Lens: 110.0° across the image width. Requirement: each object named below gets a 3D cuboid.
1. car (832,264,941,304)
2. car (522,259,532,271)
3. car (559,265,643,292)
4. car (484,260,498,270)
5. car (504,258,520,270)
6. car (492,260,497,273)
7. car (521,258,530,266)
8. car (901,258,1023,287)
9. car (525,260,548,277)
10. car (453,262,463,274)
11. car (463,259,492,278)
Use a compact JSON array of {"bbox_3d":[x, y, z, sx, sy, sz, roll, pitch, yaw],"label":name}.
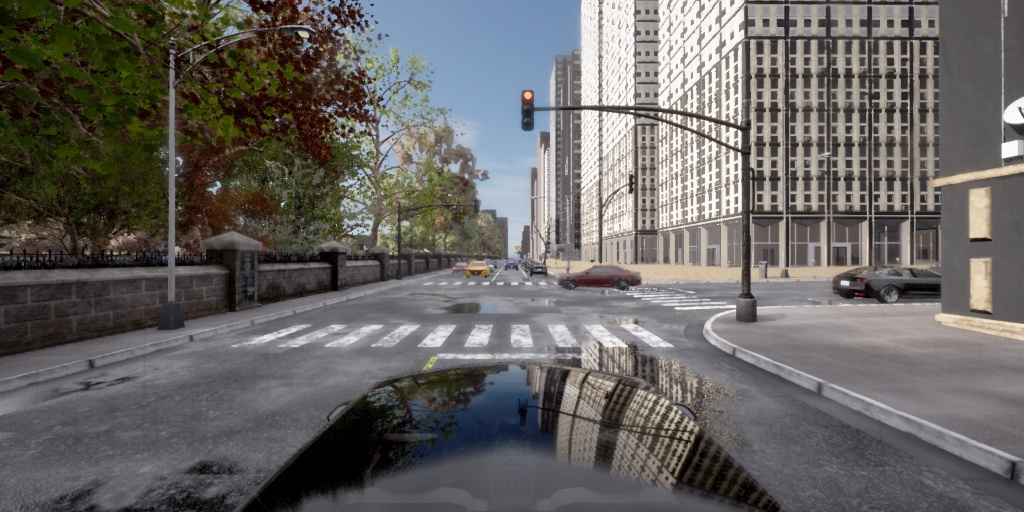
[{"bbox_3d":[14.649,1.026,13.547,4.313,1.339,1.948,0,0,0],"label":"car"},{"bbox_3d":[2.566,1.335,41.725,1.948,1.339,4.313,0,0,0],"label":"car"},{"bbox_3d":[5.039,1.222,20.576,4.674,1.442,1.812,-1,1,19],"label":"car"},{"bbox_3d":[-3.256,1.331,56.573,2.033,1.411,5.357,0,0,0],"label":"car"},{"bbox_3d":[-0.059,1.305,53.411,1.812,1.442,4.674,0,0,0],"label":"car"},{"bbox_3d":[-3.228,1.372,44.326,1.895,1.301,4.718,0,0,0],"label":"car"},{"bbox_3d":[2.548,1.339,47.357,1.948,1.339,4.313,0,0,0],"label":"car"},{"bbox_3d":[24.839,0.859,19.427,5.357,1.411,2.033,-1,0,0],"label":"car"},{"bbox_3d":[2.583,1.331,36.092,1.948,1.339,4.313,0,0,0],"label":"car"},{"bbox_3d":[-5.815,1.351,41.699,1.802,1.307,4.207,0,0,0],"label":"car"},{"bbox_3d":[-3.199,1.241,34.263,1.882,1.535,5.008,0,0,0],"label":"car"}]
